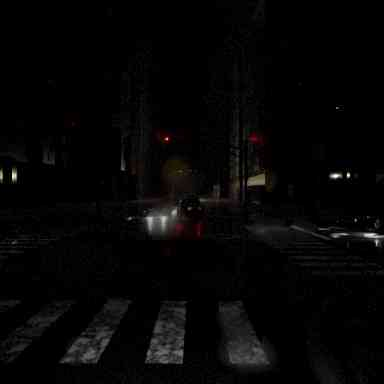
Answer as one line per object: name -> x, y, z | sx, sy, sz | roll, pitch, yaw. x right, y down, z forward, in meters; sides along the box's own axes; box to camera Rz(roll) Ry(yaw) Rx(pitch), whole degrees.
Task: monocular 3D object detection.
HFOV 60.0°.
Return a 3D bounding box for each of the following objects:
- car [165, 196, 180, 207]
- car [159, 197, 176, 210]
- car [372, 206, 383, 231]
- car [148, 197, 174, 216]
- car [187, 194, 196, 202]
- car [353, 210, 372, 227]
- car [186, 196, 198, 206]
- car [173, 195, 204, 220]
car -> -3.078, 1.491, 53.407 | 2.128, 1.511, 4.902 | 0, 0, 0
car -> -3.116, 1.477, 43.245 | 1.882, 1.535, 5.008 | 0, 0, 0
car -> 12.163, 1.573, 17.351 | 4.181, 1.385, 1.994 | 0, 0, 0
car -> -3.101, 1.547, 33.441 | 2.033, 1.411, 5.357 | 0, 0, 4
car -> -0.124, 1.357, 73.735 | 2.097, 1.767, 4.553 | 0, 0, 0
car -> 12.599, 1.495, 20.600 | 4.902, 1.511, 2.128 | 0, 0, 0
car -> 0.013, 1.477, 56.851 | 1.882, 1.535, 5.008 | 0, -1, 0
car -> -0.057, 1.351, 27.963 | 2.097, 1.767, 4.553 | 0, 0, 4
